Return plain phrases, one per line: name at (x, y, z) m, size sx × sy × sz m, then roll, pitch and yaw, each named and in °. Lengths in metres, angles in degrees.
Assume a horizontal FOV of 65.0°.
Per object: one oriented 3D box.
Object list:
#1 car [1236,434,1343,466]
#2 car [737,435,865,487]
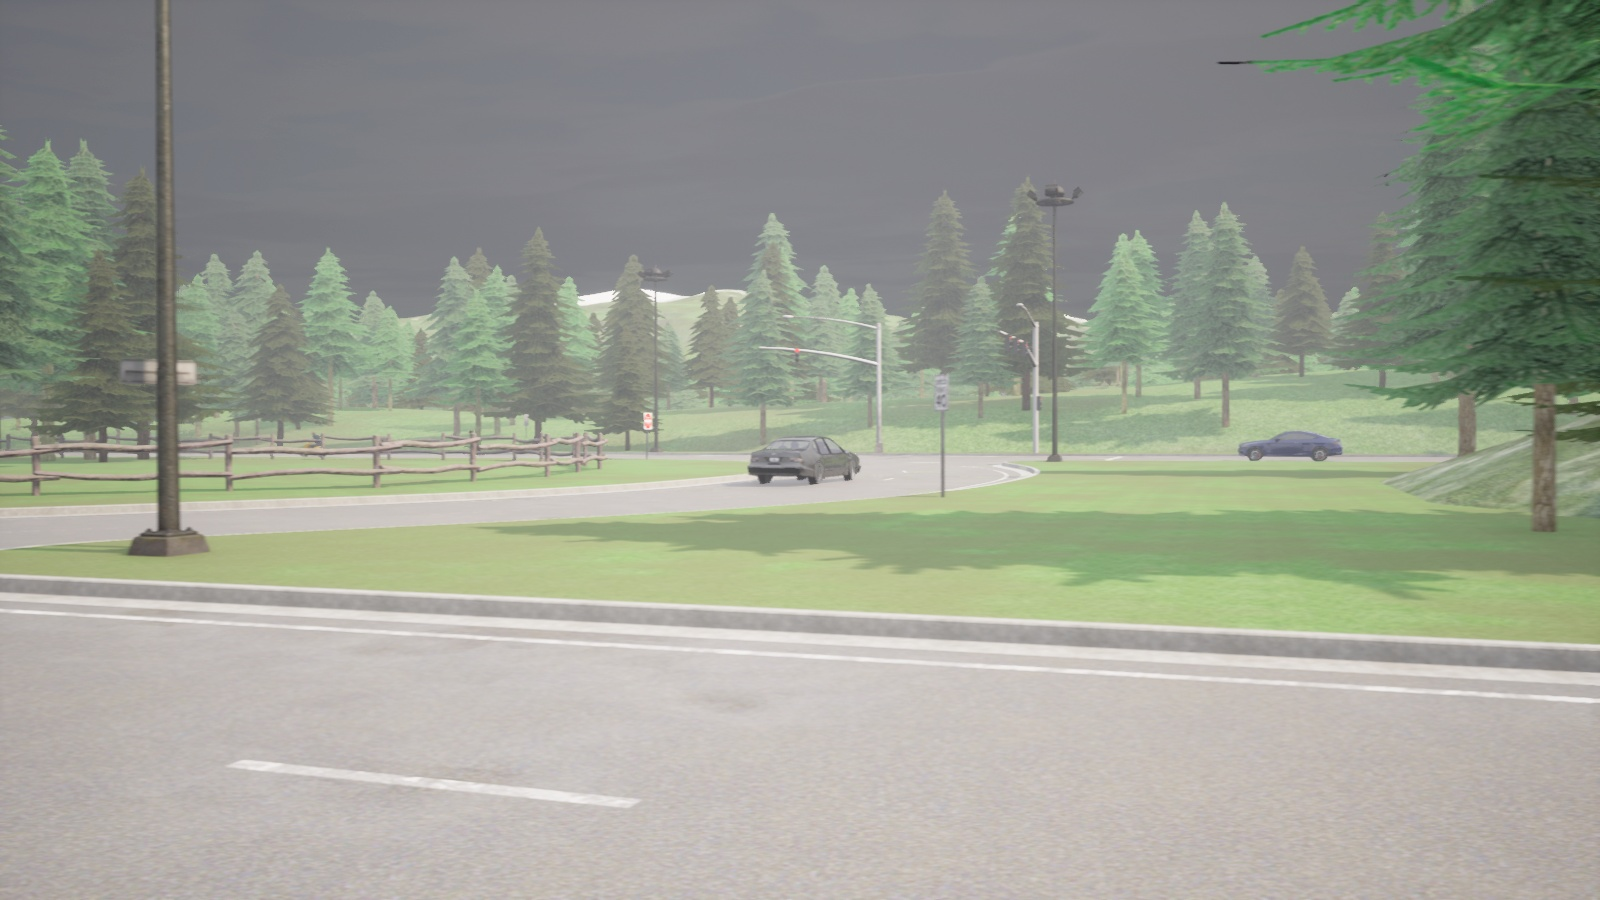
car at (23.137, -0.014, 59.549) m, size 4.674 × 1.442 × 1.812 m, roll 1°, pitch 1°, yaw 19°
car at (0.151, 0.272, 37.629) m, size 2.033 × 1.411 × 5.357 m, roll 1°, pitch 1°, yaw 21°
